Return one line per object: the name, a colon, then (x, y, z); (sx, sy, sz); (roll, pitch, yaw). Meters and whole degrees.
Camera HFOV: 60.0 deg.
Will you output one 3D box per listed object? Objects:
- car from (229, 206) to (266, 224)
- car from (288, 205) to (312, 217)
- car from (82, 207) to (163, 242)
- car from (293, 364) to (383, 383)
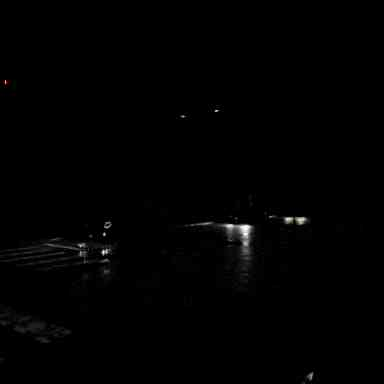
car: (5.204, 2.111, 30.637); (1.837, 1.490, 4.892); (0, -2, 35)
car: (13.905, 2.398, 42.804); (1.882, 1.535, 5.008); (0, -2, 36)
car: (-3.668, 1.642, 18.161); (2.097, 1.767, 4.553); (0, -1, 35)
car: (2.391, 1.551, 1.247); (4.403, 1.369, 2.008); (0, 0, 36)
